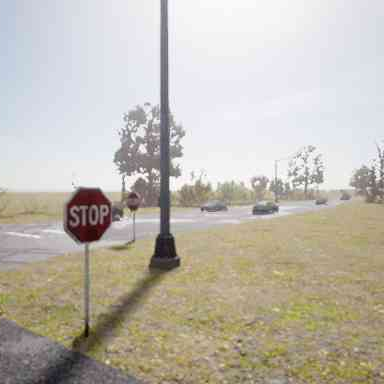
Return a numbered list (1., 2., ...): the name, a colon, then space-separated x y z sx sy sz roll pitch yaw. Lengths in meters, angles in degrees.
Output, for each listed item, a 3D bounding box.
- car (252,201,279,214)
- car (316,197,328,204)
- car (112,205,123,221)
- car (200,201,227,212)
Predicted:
1. car: 8.689 1.783 39.010 1.994 1.385 4.181 0 0 34
2. car: 27.542 1.870 70.544 1.994 1.385 4.181 0 0 27
3. car: -7.830 1.678 26.997 1.882 1.535 5.008 0 0 34
4. car: 2.805 1.812 42.823 1.994 1.385 4.181 0 0 34
